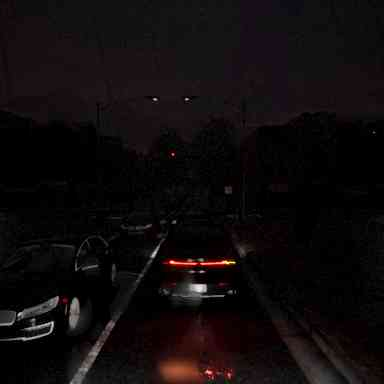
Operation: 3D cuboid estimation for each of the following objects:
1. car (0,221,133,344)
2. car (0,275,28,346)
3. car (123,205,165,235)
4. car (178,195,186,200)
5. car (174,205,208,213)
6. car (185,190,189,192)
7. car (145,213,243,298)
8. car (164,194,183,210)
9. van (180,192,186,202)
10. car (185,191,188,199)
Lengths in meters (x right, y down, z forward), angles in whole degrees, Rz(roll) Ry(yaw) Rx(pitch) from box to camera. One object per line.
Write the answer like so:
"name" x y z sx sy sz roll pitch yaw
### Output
"car" -2.650 1.549 6.515 2.008 1.369 4.403 -2 0 0
"car" -2.657 1.550 1.066 2.008 1.369 4.403 -2 0 0
"car" -2.633 1.584 17.410 1.802 1.307 4.206 -2 0 0
"car" -2.523 1.443 88.507 2.008 1.369 4.403 -1 0 0
"car" 0.157 1.604 18.597 1.895 1.301 4.718 0 0 1
"car" -2.517 1.146 94.056 2.192 1.841 5.009 -1 1 0
"car" 0.116 1.503 8.466 1.837 1.490 4.892 0 0 0
"car" -2.599 1.490 44.187 1.967 1.590 4.097 -2 0 0
"van" -2.564 1.369 66.343 1.690 1.788 3.998 -1 0 0
"car" -2.557 1.318 71.886 2.192 1.841 5.009 -1 0 0
